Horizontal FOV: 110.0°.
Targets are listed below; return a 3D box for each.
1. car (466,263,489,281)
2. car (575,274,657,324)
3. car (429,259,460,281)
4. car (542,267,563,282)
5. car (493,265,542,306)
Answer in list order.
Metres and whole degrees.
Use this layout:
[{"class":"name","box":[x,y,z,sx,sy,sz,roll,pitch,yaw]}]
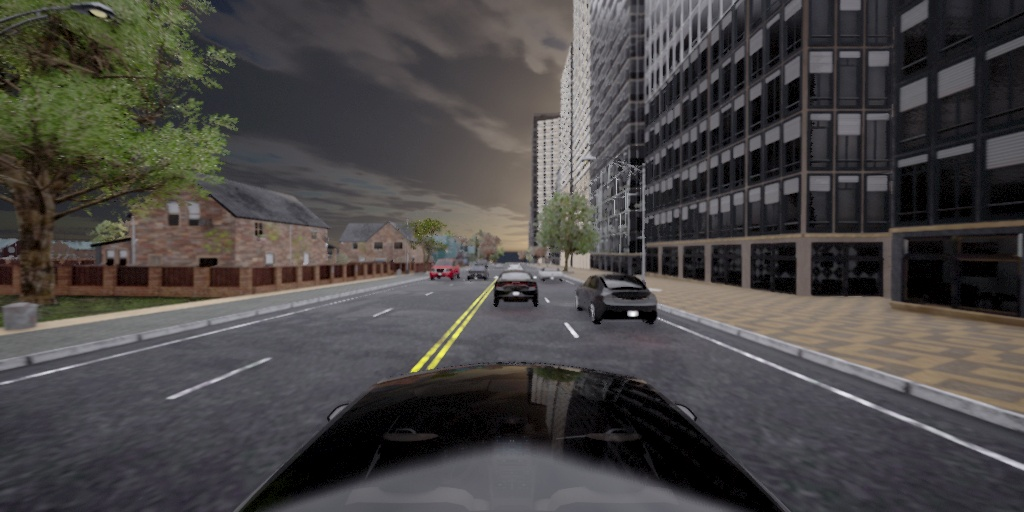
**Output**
[{"class":"car","box":[-3.165,1.620,34.374,2.033,1.411,5.357,0,-1,0]},{"class":"car","box":[3.392,1.361,12.416,1.837,1.490,4.892,0,0,1]},{"class":"car","box":[-6.411,1.297,34.781,2.150,2.045,5.566,0,-1,0]},{"class":"car","box":[3.526,1.668,33.478,1.895,1.301,4.718,0,-1,0]},{"class":"car","box":[0.175,1.372,16.757,1.882,1.535,5.008,0,-1,0]}]
